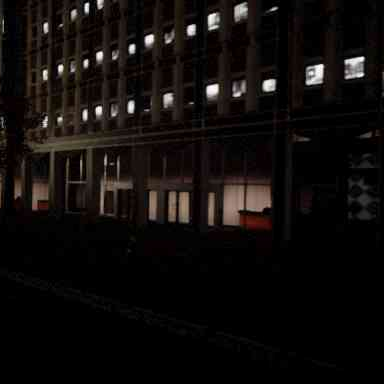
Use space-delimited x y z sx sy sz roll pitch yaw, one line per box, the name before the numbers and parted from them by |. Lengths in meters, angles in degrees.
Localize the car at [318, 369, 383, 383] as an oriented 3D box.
car | 2.377 1.576 1.166 4.313 1.339 1.947 1 1 36
